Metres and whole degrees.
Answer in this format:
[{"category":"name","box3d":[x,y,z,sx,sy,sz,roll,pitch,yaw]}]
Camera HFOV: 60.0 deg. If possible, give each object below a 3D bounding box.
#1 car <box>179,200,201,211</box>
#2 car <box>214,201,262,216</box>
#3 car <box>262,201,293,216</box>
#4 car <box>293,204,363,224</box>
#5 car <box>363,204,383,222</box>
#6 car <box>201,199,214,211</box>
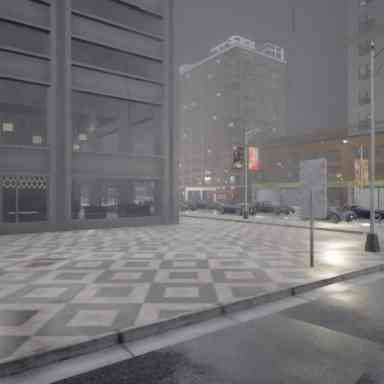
[{"category":"car","box3d":[-1.286,1.686,41.885,1.994,1.385,4.181,0,0,-35]},{"category":"car","box3d":[4.583,1.654,33.738,1.994,1.385,4.181,0,0,-36]},{"category":"car","box3d":[8.018,1.632,34.519,2.033,1.411,5.357,0,0,-36]},{"category":"car","box3d":[10.394,1.615,25.680,1.994,1.385,4.181,0,0,-36]},{"category":"car","box3d":[13.666,1.647,26.698,1.895,1.301,4.718,0,0,-36]},{"category":"car","box3d":[1.810,1.667,43.132,2.033,1.411,5.357,0,0,-36]}]
